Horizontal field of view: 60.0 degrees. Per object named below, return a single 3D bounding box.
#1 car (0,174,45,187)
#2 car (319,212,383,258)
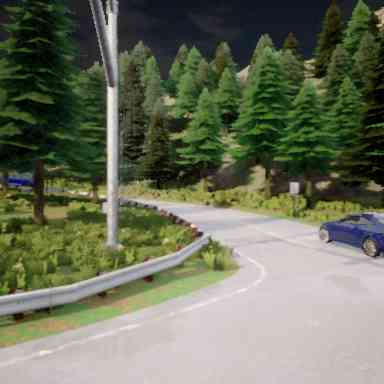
[{"bbox_3d":[-20.547,-1.388,40.126,5.566,2.045,2.150,5,1,10],"label":"car"},{"bbox_3d":[6.687,1.491,12.600,1.812,1.442,4.674,1,1,-8],"label":"car"}]
